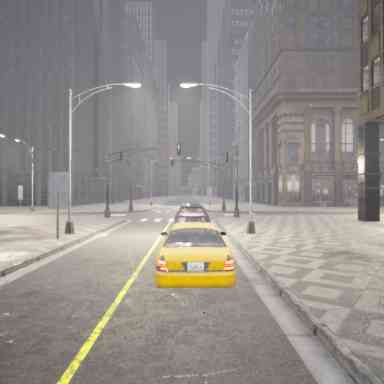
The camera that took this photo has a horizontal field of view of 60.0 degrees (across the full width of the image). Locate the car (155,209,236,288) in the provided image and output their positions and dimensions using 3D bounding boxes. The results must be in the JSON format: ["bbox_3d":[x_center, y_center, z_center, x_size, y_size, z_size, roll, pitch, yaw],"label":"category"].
[{"bbox_3d":[0.050,1.463,9.192,1.801,1.575,5.366,0,0,-1],"label":"car"}]

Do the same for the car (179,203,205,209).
[{"bbox_3d":[-0.009,1.454,19.334,2.033,1.649,4.856,0,0,-1],"label":"car"}]
